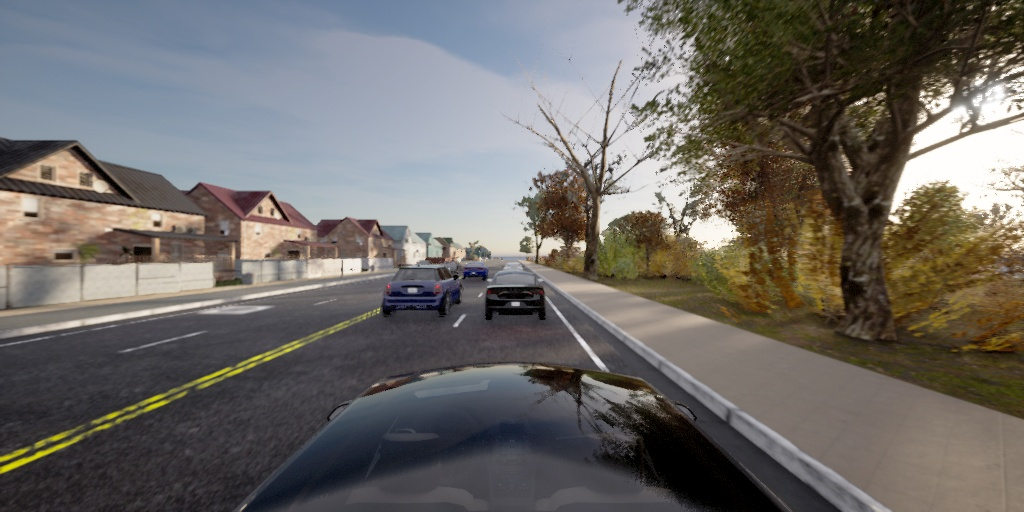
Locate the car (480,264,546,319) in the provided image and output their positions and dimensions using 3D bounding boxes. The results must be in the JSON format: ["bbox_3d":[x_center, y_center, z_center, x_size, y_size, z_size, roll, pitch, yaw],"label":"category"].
[{"bbox_3d":[0.110,1.231,12.806,1.882,1.535,5.008,0,0,0],"label":"car"}]

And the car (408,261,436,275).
[{"bbox_3d":[-9.757,1.280,39.317,1.837,1.490,4.892,0,-1,1],"label":"car"}]

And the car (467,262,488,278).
[{"bbox_3d":[-3.120,1.244,31.654,1.882,1.535,5.008,0,0,0],"label":"car"}]

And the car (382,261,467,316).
[{"bbox_3d":[-3.139,1.105,13.438,2.097,1.767,4.553,0,0,0],"label":"car"}]

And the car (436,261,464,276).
[{"bbox_3d":[-6.516,1.266,38.408,2.128,1.511,4.902,0,0,1],"label":"car"}]
